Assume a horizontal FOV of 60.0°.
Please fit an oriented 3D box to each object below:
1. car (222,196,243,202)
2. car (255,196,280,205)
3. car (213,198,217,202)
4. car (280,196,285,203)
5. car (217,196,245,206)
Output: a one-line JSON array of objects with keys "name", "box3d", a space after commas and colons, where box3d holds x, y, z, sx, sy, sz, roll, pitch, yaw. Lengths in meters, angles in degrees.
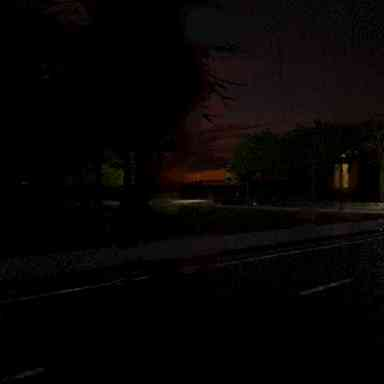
[{"name": "car", "box3d": [9.667, 1.658, 79.597, 2.033, 1.411, 5.357, -2, 0, -35]}, {"name": "car", "box3d": [14.719, 1.597, 66.732, 2.097, 1.767, 4.553, -2, 1, -35]}, {"name": "car", "box3d": [7.007, 1.734, 77.731, 2.033, 1.411, 5.357, -2, 0, -35]}, {"name": "car", "box3d": [17.084, 1.580, 69.019, 1.837, 1.490, 4.892, -2, 0, -35]}, {"name": "car", "box3d": [7.955, 1.952, 65.037, 2.033, 1.411, 5.357, -2, 0, -35]}]
